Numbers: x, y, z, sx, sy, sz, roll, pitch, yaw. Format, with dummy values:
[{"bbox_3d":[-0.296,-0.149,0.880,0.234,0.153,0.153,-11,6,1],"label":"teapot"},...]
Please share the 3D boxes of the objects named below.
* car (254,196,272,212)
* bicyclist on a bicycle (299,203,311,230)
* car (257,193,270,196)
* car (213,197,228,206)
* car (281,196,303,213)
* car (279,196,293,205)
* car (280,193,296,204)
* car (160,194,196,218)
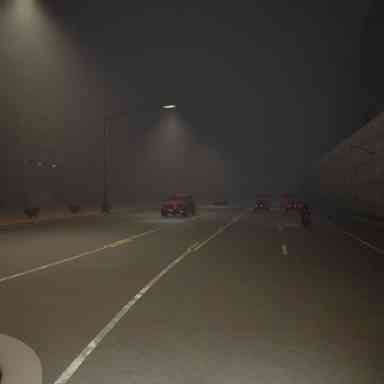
[{"bbox_3d":[8.151,1.547,38.604,2.033,1.411,5.357,0,0,14],"label":"car"},{"bbox_3d":[6.765,1.454,19.863,0.582,1.620,1.656,0,-2,-1],"label":"bicyclist on a bicycle"},{"bbox_3d":[10.561,1.221,48.880,2.150,2.045,5.566,0,0,14],"label":"car"},{"bbox_3d":[4.734,1.547,54.549,2.033,1.411,5.357,0,0,14],"label":"car"},{"bbox_3d":[11.540,1.547,37.679,2.033,1.411,5.357,0,0,14],"label":"car"},{"bbox_3d":[16.416,1.491,58.118,2.128,1.511,4.902,0,0,14],"label":"car"},{"bbox_3d":[13.961,1.221,48.051,2.150,2.045,5.566,0,0,14],"label":"car"},{"bbox_3d":[-1.151,1.221,30.813,2.150,2.045,5.566,0,0,14],"label":"car"}]
